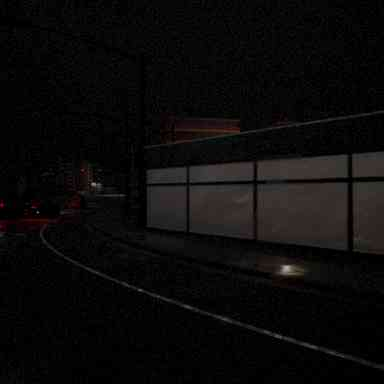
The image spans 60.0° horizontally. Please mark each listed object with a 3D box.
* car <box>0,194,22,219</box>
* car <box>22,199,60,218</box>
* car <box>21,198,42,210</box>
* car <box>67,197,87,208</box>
[{"bbox_3d":[-16.725,1.221,29.298,2.150,2.045,5.566,0,0,-11],"label":"car"},{"bbox_3d":[-13.342,1.491,30.214,2.128,1.511,4.902,0,0,-11],"label":"car"},{"bbox_3d":[-20.756,1.546,42.971,1.994,1.385,4.181,0,0,-33],"label":"car"},{"bbox_3d":[-16.102,1.458,46.746,1.882,1.535,5.008,0,0,-7],"label":"car"}]
